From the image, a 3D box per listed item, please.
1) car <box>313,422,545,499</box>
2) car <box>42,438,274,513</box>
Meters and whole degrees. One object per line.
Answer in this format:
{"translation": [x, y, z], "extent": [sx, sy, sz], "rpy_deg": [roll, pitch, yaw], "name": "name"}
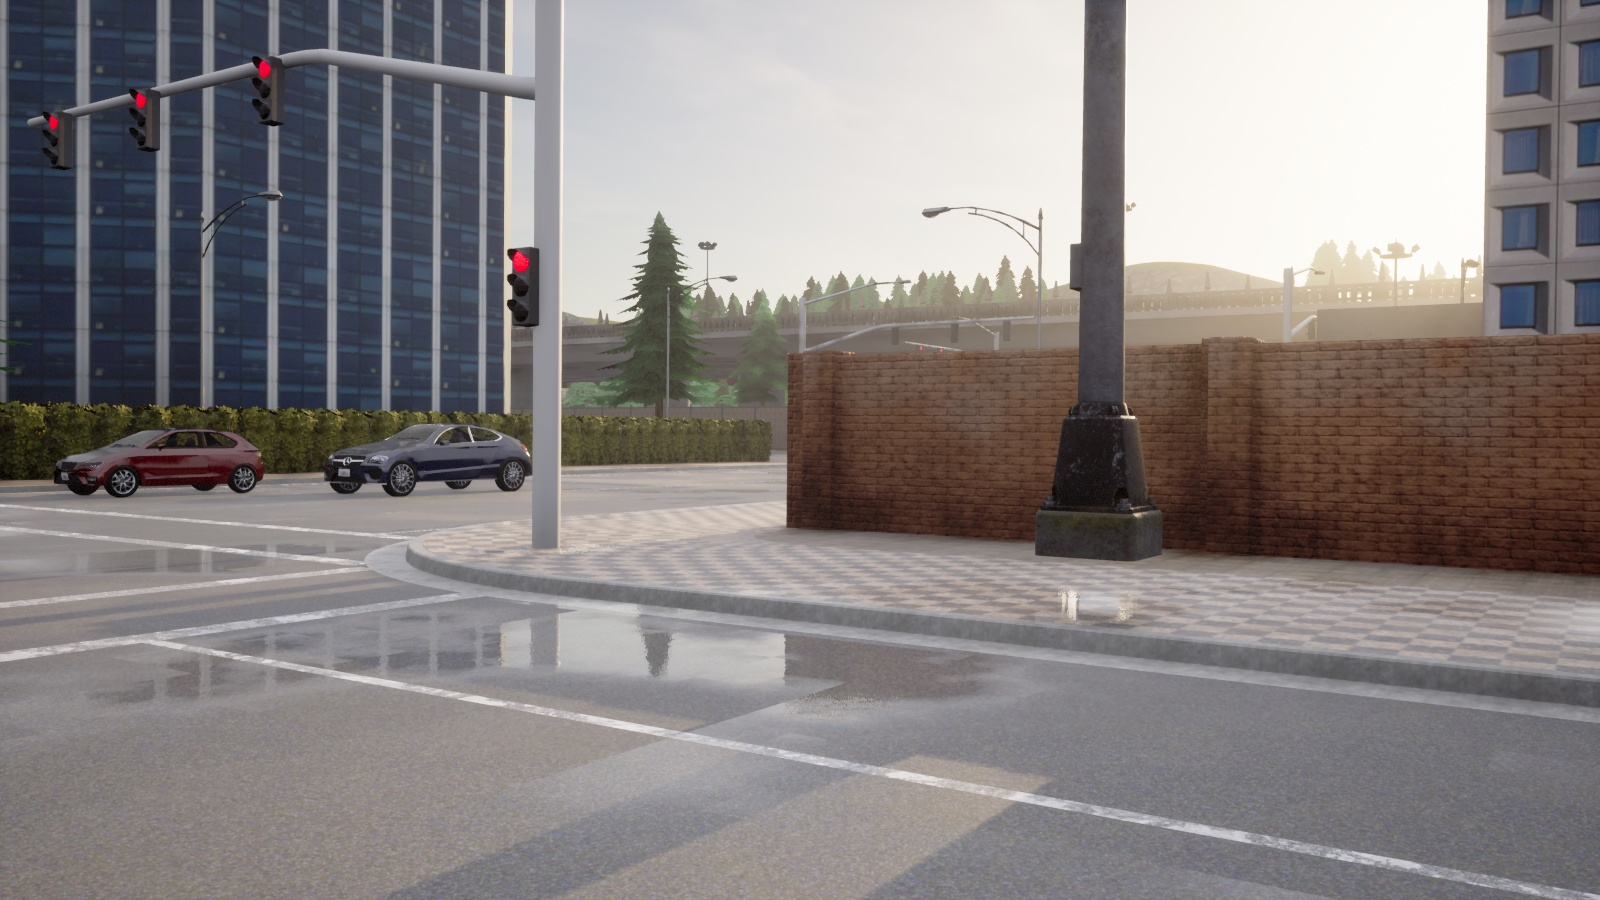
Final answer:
{"translation": [-8.596, 0.184, 29.564], "extent": [2.152, 1.651, 5.027], "rpy_deg": [0, 1, 33], "name": "car"}
{"translation": [-14.023, 0.494, 27.653], "extent": [1.816, 1.474, 4.193], "rpy_deg": [0, 1, 33], "name": "car"}
